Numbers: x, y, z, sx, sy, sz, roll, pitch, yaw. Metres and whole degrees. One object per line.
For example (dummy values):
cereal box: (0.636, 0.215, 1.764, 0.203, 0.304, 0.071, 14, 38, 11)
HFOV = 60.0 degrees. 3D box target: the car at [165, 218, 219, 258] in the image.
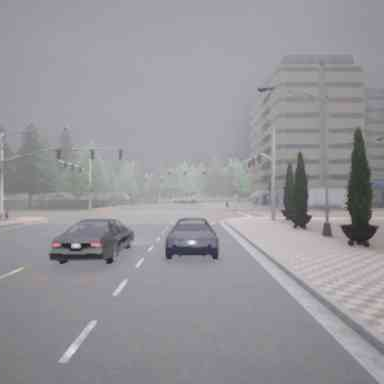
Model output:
car: (0.016, 1.714, 13.368, 1.994, 1.385, 4.181, 0, -1, 1)

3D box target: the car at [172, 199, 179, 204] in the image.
car: (-2.978, 2.506, 87.172, 2.033, 1.411, 5.357, 0, -1, 34)

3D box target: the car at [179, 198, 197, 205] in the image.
car: (-0.577, 2.414, 84.433, 1.882, 1.535, 5.008, 0, -1, 31)

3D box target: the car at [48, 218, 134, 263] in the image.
car: (-3.489, 1.688, 12.501, 2.033, 1.411, 5.357, 0, -1, 0)
